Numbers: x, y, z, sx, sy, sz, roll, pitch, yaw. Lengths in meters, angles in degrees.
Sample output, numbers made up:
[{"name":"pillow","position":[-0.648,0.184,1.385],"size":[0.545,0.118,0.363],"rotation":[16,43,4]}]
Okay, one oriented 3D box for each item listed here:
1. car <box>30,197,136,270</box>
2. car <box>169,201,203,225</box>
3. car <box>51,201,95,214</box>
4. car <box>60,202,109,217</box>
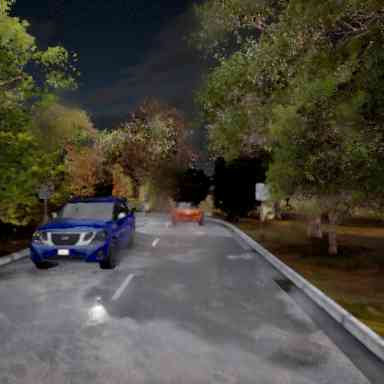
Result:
[{"name":"car","position":[-3.336,1.222,11.439],"size":[2.150,2.045,5.566],"rotation":[0,0,0]},{"name":"car","position":[-0.524,1.433,24.633],"size":[2.097,1.767,4.553],"rotation":[1,0,-7]},{"name":"car","position":[-13.127,1.715,36.852],"size":[4.181,1.385,1.994],"rotation":[0,-1,10]},{"name":"car","position":[-10.587,1.656,32.703],"size":[4.181,1.385,1.994],"rotation":[0,-1,18]}]
